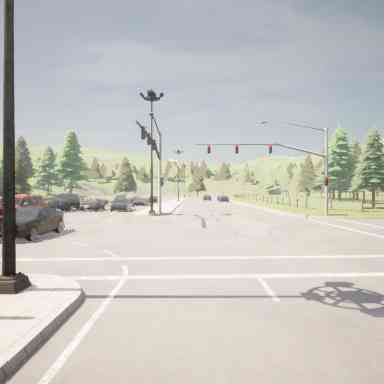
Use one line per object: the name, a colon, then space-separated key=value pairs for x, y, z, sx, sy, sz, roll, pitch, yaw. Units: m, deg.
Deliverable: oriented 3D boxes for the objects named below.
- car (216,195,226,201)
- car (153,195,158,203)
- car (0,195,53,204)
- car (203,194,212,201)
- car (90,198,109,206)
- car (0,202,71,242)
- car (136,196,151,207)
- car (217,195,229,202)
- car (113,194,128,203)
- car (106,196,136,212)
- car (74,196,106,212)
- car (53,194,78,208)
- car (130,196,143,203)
car: x=7.340 y=1.525 z=84.312 sx=2.128 sy=1.511 sz=4.902 roll=0 pitch=0 yaw=2
car: x=-7.940 y=1.477 z=67.650 sx=1.882 sy=1.535 sz=5.008 roll=0 pitch=0 yaw=0
car: x=-11.579 y=1.220 z=21.848 sx=2.150 sy=2.045 sz=5.566 roll=0 pitch=0 yaw=0
car: x=3.832 y=1.355 z=84.055 sx=2.097 sy=1.767 sz=4.553 roll=0 pitch=0 yaw=2
car: x=-15.035 y=1.600 z=54.391 sx=1.895 sy=1.301 sz=4.718 roll=0 pitch=0 yaw=0
car: x=-8.083 y=1.477 z=16.653 sx=1.882 sy=1.535 sz=5.008 roll=0 pitch=0 yaw=0
car: x=-8.043 y=1.547 z=52.112 sx=2.033 sy=1.411 sz=5.357 roll=0 pitch=0 yaw=0
car: x=7.112 y=1.478 z=73.908 sx=1.882 sy=1.535 sz=5.008 roll=0 pitch=0 yaw=1
car: x=-14.928 y=1.355 z=69.460 sx=2.097 sy=1.767 sz=4.553 roll=0 pitch=0 yaw=0
car: x=-8.062 y=1.504 z=38.101 sx=1.837 sy=1.490 sz=4.892 roll=0 pitch=0 yaw=0
car: x=-11.561 y=1.492 z=38.880 sx=2.128 sy=1.511 sz=4.902 roll=0 pitch=0 yaw=0
car: x=-15.059 y=1.223 z=39.579 sx=2.150 sy=2.045 sz=5.566 roll=0 pitch=0 yaw=0
car: x=-11.430 y=1.552 z=68.460 sx=1.994 sy=1.385 sz=4.181 roll=0 pitch=0 yaw=0
